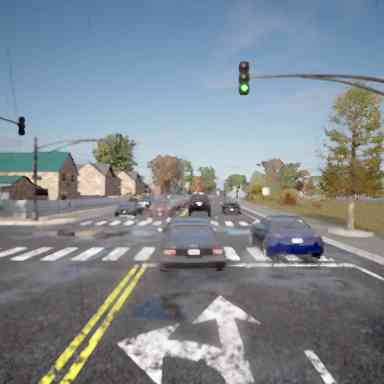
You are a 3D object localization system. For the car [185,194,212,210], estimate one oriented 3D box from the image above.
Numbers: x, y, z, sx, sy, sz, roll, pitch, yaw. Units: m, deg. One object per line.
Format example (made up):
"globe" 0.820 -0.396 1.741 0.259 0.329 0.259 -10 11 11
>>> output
"car" 0.790 1.248 33.358 2.150 2.045 5.566 0 0 2

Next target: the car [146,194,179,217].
"car" -2.725 1.378 31.424 2.097 1.767 4.553 0 0 2

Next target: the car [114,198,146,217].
"car" -5.963 1.592 31.693 1.994 1.385 4.181 0 0 2

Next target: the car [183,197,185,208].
"car" -1.853 1.581 49.356 1.812 1.442 4.674 0 0 4

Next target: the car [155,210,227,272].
"car" -0.124 1.551 10.815 2.033 1.411 5.357 0 0 -4

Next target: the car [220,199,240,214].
"car" 4.167 1.533 36.337 1.837 1.490 4.892 0 0 2

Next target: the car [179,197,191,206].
"car" -1.198 1.606 59.447 1.812 1.442 4.674 0 0 4

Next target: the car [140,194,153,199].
"car" -5.535 1.265 41.839 2.150 2.045 5.566 0 0 3

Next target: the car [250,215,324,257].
"car" 3.493 1.568 12.907 1.994 1.385 4.181 0 0 1

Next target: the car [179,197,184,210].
"car" -2.350 1.639 40.366 1.895 1.301 4.718 0 0 3
